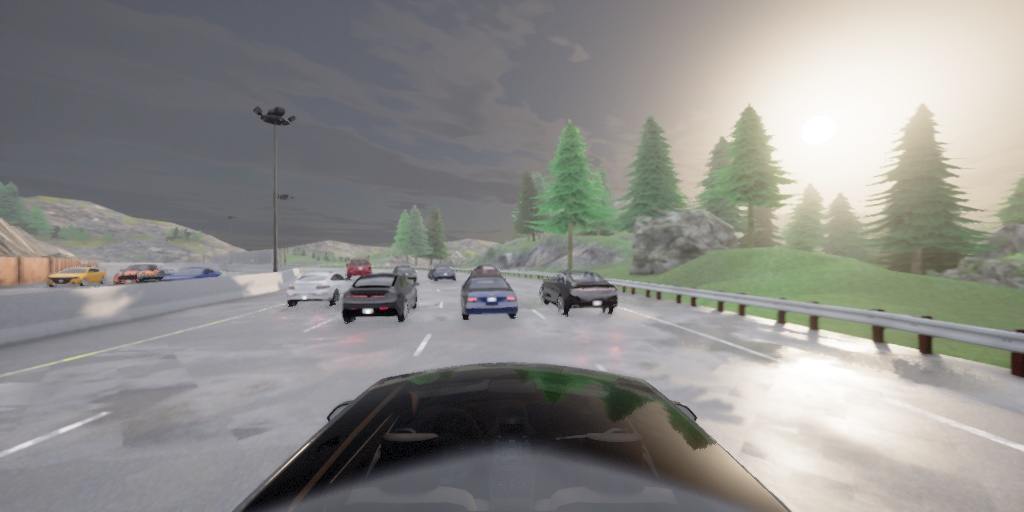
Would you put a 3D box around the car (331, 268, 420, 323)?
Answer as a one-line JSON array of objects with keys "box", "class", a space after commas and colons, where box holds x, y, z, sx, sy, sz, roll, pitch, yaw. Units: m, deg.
[{"box": [-4.503, 1.362, 12.759, 1.837, 1.490, 4.892, 0, 0, -8], "class": "car"}]

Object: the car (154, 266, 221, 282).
[{"box": [-22.239, 1.543, 25.086, 1.882, 1.535, 5.008, 0, 0, -21], "class": "car"}]

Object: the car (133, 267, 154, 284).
[{"box": [-27.454, 1.727, 28.589, 1.895, 1.301, 4.718, 0, 0, -25], "class": "car"}]

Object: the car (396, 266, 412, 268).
[{"box": [-9.550, 1.570, 31.595, 2.033, 1.411, 5.357, 0, 0, -22], "class": "car"}]

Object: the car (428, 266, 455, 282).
[{"box": [-6.543, 1.576, 33.137, 1.994, 1.385, 4.181, 0, 0, -22], "class": "car"}]

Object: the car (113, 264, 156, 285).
[{"box": [-32.761, 1.533, 31.550, 2.097, 1.767, 4.553, 0, 0, -30], "class": "car"}]

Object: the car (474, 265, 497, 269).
[{"box": [-2.395, 1.502, 32.227, 1.812, 1.442, 4.674, 0, 0, -20], "class": "car"}]

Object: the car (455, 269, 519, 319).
[{"box": [-0.978, 1.384, 13.304, 2.033, 1.411, 5.357, 0, 0, -8], "class": "car"}]

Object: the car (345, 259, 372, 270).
[{"box": [-15.403, 1.315, 36.033, 2.150, 2.045, 5.566, 0, 0, -26], "class": "car"}]

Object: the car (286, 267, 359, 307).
[{"box": [-8.711, 1.439, 16.575, 1.812, 1.442, 4.674, 0, 0, -11], "class": "car"}]

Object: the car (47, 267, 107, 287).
[{"box": [-35.666, 1.670, 29.560, 1.882, 1.535, 5.008, 0, -1, -29], "class": "car"}]

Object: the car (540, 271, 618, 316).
[{"box": [2.377, 1.308, 13.795, 2.128, 1.511, 4.902, 0, 0, -8], "class": "car"}]
